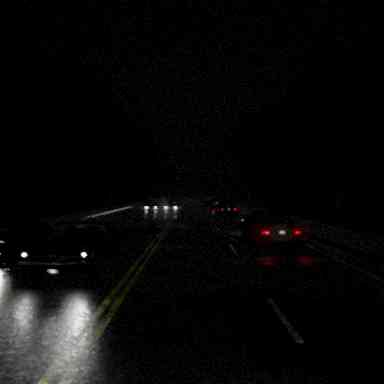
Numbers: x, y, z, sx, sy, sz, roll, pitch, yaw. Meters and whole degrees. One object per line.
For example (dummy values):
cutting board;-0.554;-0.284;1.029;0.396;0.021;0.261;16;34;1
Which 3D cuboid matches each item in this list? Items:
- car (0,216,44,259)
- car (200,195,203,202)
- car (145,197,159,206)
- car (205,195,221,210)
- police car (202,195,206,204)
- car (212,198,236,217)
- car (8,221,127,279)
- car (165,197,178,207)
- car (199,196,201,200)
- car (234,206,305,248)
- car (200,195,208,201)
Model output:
car;-6.602;1.572;12.137;1.994;1.385;4.181;0;0;0
car;3.235;1.677;66.602;1.994;1.385;4.181;0;0;0
car;-6.567;1.602;54.945;1.812;1.442;4.674;0;0;0
car;3.240;1.484;44.601;2.033;1.649;4.856;0;0;0
police car;3.238;1.504;55.712;1.930;1.638;5.238;0;0;0
car;3.334;1.578;32.185;2.033;1.411;5.357;0;0;1
car;-3.353;1.607;10.225;1.895;1.301;4.718;0;0;0
car;-3.323;1.578;53.851;1.837;1.490;4.892;0;0;0
car;3.233;1.717;77.602;1.994;1.385;4.181;0;0;0
car;3.346;1.558;14.837;2.033;1.411;5.357;0;0;0
car;3.230;1.630;88.604;2.033;1.649;4.856;0;0;0
